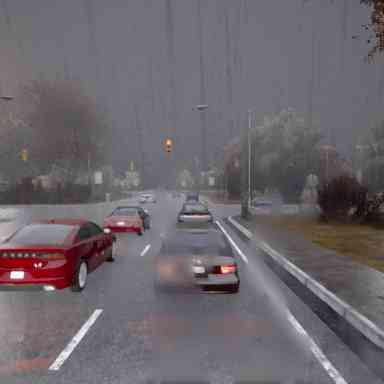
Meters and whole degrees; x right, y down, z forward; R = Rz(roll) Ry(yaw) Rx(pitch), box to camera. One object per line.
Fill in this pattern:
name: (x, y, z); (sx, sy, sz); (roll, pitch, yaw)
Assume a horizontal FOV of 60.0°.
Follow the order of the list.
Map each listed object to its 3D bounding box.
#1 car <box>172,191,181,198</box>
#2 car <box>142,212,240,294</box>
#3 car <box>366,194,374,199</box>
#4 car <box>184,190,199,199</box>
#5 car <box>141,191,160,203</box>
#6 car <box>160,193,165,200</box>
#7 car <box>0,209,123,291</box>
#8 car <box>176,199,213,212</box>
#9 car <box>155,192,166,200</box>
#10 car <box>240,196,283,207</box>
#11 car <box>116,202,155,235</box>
car: (-4.003, 0.720, 86.388); (2.128, 1.511, 4.902); (0, 1, -4)
car: (0.101, 1.516, 8.863); (2.033, 1.411, 5.357); (0, 0, 0)
car: (25.322, 0.886, 43.785); (5.566, 2.045, 2.150); (-1, 1, -3)
car: (0.102, 0.696, 65.127); (2.150, 2.045, 5.566); (0, 1, 0)
car: (-7.087, 0.791, 55.178); (2.150, 2.045, 5.566); (0, 1, 0)
car: (-7.046, 0.962, 65.351); (2.128, 1.511, 4.902); (0, 1, 0)
car: (-3.396, 1.445, 8.936); (1.882, 1.535, 5.008); (0, 0, 0)
car: (0.131, 1.380, 18.556); (2.128, 1.511, 4.902); (0, 0, -1)
car: (-7.114, 0.872, 75.739); (2.128, 1.511, 4.902); (0, 1, -1)
car: (8.961, 1.224, 42.868); (5.357, 1.411, 2.033); (0, 1, -3)
car: (-3.397, 1.458, 17.923); (1.994, 1.385, 4.181); (0, 0, 0)
